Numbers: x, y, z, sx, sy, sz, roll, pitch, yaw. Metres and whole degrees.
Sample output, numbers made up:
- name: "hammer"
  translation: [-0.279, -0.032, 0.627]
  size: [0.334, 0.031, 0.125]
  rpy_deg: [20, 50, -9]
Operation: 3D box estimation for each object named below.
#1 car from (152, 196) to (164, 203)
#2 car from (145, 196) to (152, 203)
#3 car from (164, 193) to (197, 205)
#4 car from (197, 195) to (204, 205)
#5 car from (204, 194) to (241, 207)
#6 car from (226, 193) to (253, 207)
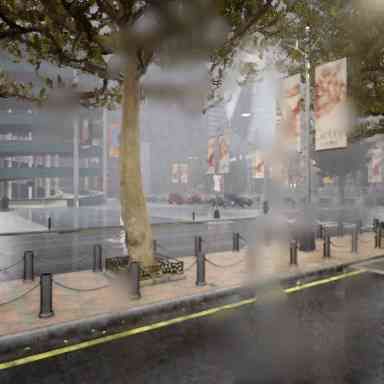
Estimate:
- name: "car"
  translation: [-7.618, 1.559, 71.186]
  size: [5.357, 1.411, 2.033]
  rpy_deg: [0, 0, 37]
- name: "car"
  translation: [-11.461, 1.517, 69.637]
  size: [4.892, 1.490, 1.837]
  rpy_deg: [0, 0, 33]
- name: "car"
  translation: [-2.195, 1.239, 60.114]
  size: [2.150, 2.045, 5.566]
  rpy_deg: [0, 0, -38]
- name: "car"
  translation: [1.459, 1.372, 60.998]
  size: [2.097, 1.767, 4.553]
  rpy_deg: [0, 0, -37]
- name: "car"
  translation: [4.583, 1.509, 50.713]
  size: [2.128, 1.511, 4.902]
  rpy_deg: [0, 0, -35]
- name: "car"
  translation: [7.195, 1.241, 53.084]
  size: [2.150, 2.045, 5.566]
  rpy_deg: [0, 0, -36]
